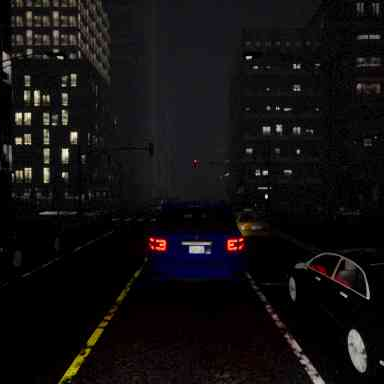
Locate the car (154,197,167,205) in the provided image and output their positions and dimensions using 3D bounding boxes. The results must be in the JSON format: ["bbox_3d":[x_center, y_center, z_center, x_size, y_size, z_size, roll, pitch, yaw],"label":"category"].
[{"bbox_3d":[-5.719,1.553,60.185,1.947,1.339,4.313,-1,0,0],"label":"car"}]

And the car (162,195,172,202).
[{"bbox_3d":[-5.724,1.530,77.148,1.887,1.381,4.507,-1,0,0],"label":"car"}]

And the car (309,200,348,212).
[{"bbox_3d":[16.302,1.622,39.714,4.403,1.369,2.008,0,0,1],"label":"car"}]

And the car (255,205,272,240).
[{"bbox_3d":[2.801,1.521,16.747,1.752,1.417,4.829,-1,0,0],"label":"car"}]

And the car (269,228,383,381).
[{"bbox_3d":[2.805,1.549,5.289,2.008,1.369,4.403,-1,0,0],"label":"car"}]

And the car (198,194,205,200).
[{"bbox_3d":[2.650,1.424,94.115,1.967,1.590,4.097,-1,0,0],"label":"car"}]

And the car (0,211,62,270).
[{"bbox_3d":[-5.836,1.542,10.988,1.887,1.381,4.507,-1,0,0],"label":"car"}]

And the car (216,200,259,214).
[{"bbox_3d":[4.879,1.576,36.135,4.181,1.385,1.994,1,0,-16],"label":"car"}]

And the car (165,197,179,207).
[{"bbox_3d":[-3.107,1.552,52.656,1.994,1.385,4.181,0,0,0],"label":"car"}]

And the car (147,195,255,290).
[{"bbox_3d":[0.094,1.219,9.201,2.150,2.045,5.566,0,0,0],"label":"car"}]

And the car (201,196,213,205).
[{"bbox_3d":[2.660,1.538,60.187,2.008,1.369,4.403,-1,0,0],"label":"car"}]

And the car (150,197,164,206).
[{"bbox_3d":[-5.718,1.513,54.360,1.752,1.417,4.829,-1,0,0],"label":"car"}]

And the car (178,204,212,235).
[{"bbox_3d":[0.092,1.520,19.712,1.812,1.442,4.674,0,0,-2],"label":"car"}]

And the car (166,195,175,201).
[{"bbox_3d":[-5.727,1.529,88.457,1.887,1.381,4.507,-1,0,0],"label":"car"}]

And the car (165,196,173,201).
[{"bbox_3d":[-5.725,1.567,82.803,1.802,1.307,4.206,-1,0,0],"label":"car"}]

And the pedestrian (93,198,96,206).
[{"bbox_3d":[-12.561,1.299,43.052,0.500,1.100,0.500,0,0,1],"label":"pedestrian"}]

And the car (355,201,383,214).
[{"bbox_3d":[21.188,1.703,37.055,5.357,1.411,2.033,0,1,1],"label":"car"}]

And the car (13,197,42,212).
[{"bbox_3d":[-17.826,1.442,34.389,4.181,1.385,1.994,0,1,1],"label":"car"}]

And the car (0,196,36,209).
[{"bbox_3d":[-21.673,1.274,40.202,4.829,1.417,1.752,0,0,1],"label":"car"}]
